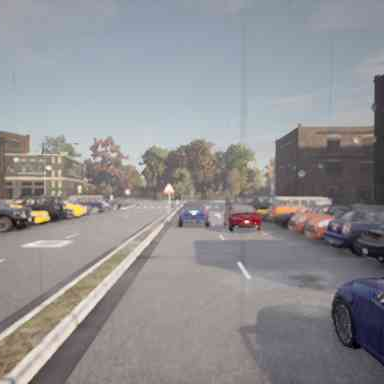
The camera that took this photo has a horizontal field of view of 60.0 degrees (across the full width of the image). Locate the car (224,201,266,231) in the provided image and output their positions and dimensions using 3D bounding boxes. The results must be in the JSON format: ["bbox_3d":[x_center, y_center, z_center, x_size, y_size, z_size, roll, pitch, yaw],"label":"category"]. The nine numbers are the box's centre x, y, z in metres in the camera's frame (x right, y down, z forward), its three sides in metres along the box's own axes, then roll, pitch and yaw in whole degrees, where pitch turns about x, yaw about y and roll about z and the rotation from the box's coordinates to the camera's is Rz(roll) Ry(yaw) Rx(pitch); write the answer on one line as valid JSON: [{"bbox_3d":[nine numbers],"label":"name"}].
[{"bbox_3d":[3.139,1.567,21.414,1.882,1.535,5.008,0,0,0],"label":"car"}]

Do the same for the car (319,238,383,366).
[{"bbox_3d":[3.104,1.536,3.319,1.812,1.442,4.674,0,0,0],"label":"car"}]

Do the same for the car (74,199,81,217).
[{"bbox_3d":[-12.497,1.614,28.434,4.892,1.521,2.231,0,0,0],"label":"car"}]

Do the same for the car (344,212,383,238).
[{"bbox_3d":[7.647,1.515,10.052,4.892,1.521,2.231,0,0,0],"label":"car"}]

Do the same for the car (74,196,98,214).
[{"bbox_3d":[-12.510,1.523,33.993,4.553,1.767,2.185,0,0,0],"label":"car"}]

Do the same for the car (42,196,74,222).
[{"bbox_3d":[-12.525,1.343,25.657,5.566,2.045,2.435,0,0,0],"label":"car"}]

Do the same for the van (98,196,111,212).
[{"bbox_3d":[-12.351,1.453,39.429,4.442,1.987,1.878,0,0,0],"label":"van"}]

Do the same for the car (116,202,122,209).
[{"bbox_3d":[-12.421,1.721,47.772,4.792,1.488,2.163,0,0,0],"label":"car"}]

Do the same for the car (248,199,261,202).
[{"bbox_3d":[7.489,1.596,26.596,5.366,1.575,1.946,0,0,0],"label":"car"}]

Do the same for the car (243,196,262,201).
[{"bbox_3d":[7.706,1.364,29.354,5.566,2.045,2.435,0,0,0],"label":"car"}]

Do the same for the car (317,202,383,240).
[{"bbox_3d":[7.625,1.400,12.809,4.553,1.767,2.185,0,0,0],"label":"car"}]

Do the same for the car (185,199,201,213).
[{"bbox_3d":[0.154,1.655,41.858,1.882,1.535,5.008,0,0,0],"label":"car"}]

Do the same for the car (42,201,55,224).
[{"bbox_3d":[-12.687,1.573,22.876,5.366,1.575,1.946,0,0,0],"label":"car"}]

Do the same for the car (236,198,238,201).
[{"bbox_3d":[7.657,1.535,37.629,4.553,1.767,2.185,0,0,0],"label":"car"}]

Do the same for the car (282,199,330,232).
[{"bbox_3d":[7.695,1.427,18.324,4.553,1.767,2.185,0,0,0],"label":"car"}]

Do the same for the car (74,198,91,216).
[{"bbox_3d":[-12.479,1.630,31.088,5.008,1.535,2.097,0,0,0],"label":"car"}]

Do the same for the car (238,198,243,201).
[{"bbox_3d":[7.691,1.649,34.866,4.892,1.521,2.231,0,0,0],"label":"car"}]

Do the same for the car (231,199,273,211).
[{"bbox_3d":[7.701,1.680,43.142,5.008,1.535,2.097,0,0,0],"label":"car"}]

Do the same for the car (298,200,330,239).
[{"bbox_3d":[7.691,1.413,15.567,4.553,1.767,2.185,0,0,0],"label":"car"}]

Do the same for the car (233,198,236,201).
[{"bbox_3d":[7.690,1.710,40.386,4.674,1.452,2.002,0,0,0],"label":"car"}]

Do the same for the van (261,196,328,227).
[{"bbox_3d":[7.554,1.357,23.839,4.442,1.987,1.878,0,0,0],"label":"van"}]

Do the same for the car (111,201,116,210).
[{"bbox_3d":[-12.493,1.561,42.337,4.553,1.767,2.185,0,0,0],"label":"car"}]

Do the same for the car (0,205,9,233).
[{"bbox_3d":[-12.511,1.583,17.253,4.674,1.452,2.002,0,0,0],"label":"car"}]

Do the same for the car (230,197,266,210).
[{"bbox_3d":[7.668,1.559,45.905,4.553,1.767,2.185,0,0,0],"label":"car"}]

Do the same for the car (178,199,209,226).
[{"bbox_3d":[0.132,1.457,24.256,2.097,1.767,4.553,0,0,0],"label":"car"}]

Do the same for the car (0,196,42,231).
[{"bbox_3d":[-12.479,1.308,19.973,5.566,2.045,2.435,0,0,0],"label":"car"}]
